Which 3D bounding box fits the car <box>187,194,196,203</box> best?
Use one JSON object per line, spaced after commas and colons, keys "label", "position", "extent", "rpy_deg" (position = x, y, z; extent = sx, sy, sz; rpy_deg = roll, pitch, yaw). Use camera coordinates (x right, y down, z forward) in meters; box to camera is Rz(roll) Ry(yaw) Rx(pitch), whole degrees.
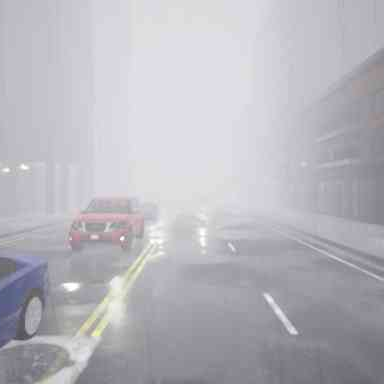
{"label": "car", "position": [-0.111, 1.483, 69.830], "extent": [1.812, 1.442, 4.674], "rpy_deg": [0, 0, 0]}

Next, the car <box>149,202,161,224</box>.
{"label": "car", "position": [-3.375, 1.493, 24.684], "extent": [1.812, 1.442, 4.674], "rpy_deg": [0, 0, 0]}

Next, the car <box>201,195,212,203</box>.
{"label": "car", "position": [3.139, 1.482, 69.835], "extent": [1.812, 1.442, 4.674], "rpy_deg": [0, 0, 0]}

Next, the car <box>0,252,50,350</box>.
{"label": "car", "position": [-3.349, 1.471, 3.660], "extent": [1.882, 1.535, 5.008], "rpy_deg": [0, 0, 0]}

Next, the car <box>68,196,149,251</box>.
{"label": "car", "position": [-3.377, 1.202, 14.276], "extent": [2.150, 2.045, 5.566], "rpy_deg": [0, 0, 0]}

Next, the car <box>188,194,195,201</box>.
{"label": "car", "position": [-0.127, 1.328, 79.836], "extent": [1.812, 1.442, 4.674], "rpy_deg": [0, 0, 0]}

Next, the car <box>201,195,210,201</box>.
{"label": "car", "position": [3.123, 1.355, 79.841], "extent": [1.994, 1.385, 4.181], "rpy_deg": [0, 0, 0]}
